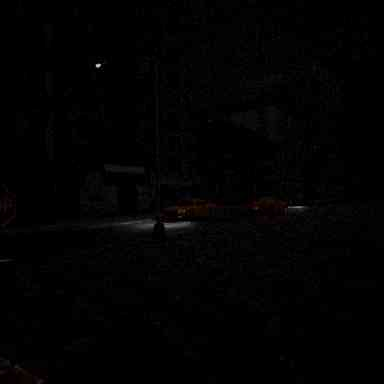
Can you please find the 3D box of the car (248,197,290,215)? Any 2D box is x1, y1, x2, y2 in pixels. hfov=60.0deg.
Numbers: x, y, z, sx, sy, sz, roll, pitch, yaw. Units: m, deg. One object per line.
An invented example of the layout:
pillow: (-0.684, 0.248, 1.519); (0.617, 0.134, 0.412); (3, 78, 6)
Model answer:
car: (6.691, 1.135, 29.372); (1.882, 1.535, 5.008); (-2, -1, 35)

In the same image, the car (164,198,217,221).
car: (-0.021, 1.260, 24.722); (1.882, 1.535, 5.008); (-2, 0, 35)

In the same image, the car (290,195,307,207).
car: (14.107, 1.168, 44.835); (1.837, 1.490, 4.892); (-2, -1, 35)
